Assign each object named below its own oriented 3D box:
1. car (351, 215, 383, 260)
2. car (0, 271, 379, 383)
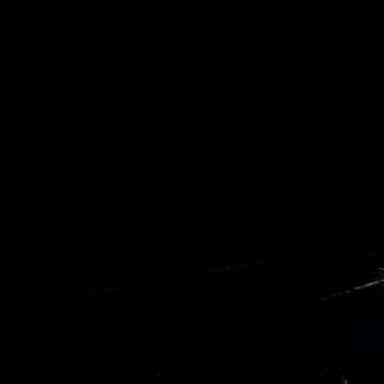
[{"bbox_3d":[7.449,1.494,11.840,4.097,1.590,1.967,0,0,-35],"label":"car"},{"bbox_3d":[-0.258,1.608,3.192,4.718,1.301,1.895,0,0,-35],"label":"car"}]
